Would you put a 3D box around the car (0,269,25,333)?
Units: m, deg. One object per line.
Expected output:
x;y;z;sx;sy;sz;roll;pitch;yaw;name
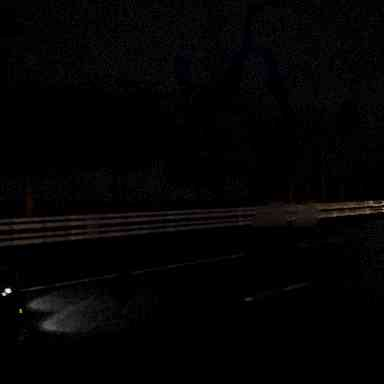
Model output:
-4.719;1.573;4.682;4.181;1.385;1.994;-1;0;-35;car
